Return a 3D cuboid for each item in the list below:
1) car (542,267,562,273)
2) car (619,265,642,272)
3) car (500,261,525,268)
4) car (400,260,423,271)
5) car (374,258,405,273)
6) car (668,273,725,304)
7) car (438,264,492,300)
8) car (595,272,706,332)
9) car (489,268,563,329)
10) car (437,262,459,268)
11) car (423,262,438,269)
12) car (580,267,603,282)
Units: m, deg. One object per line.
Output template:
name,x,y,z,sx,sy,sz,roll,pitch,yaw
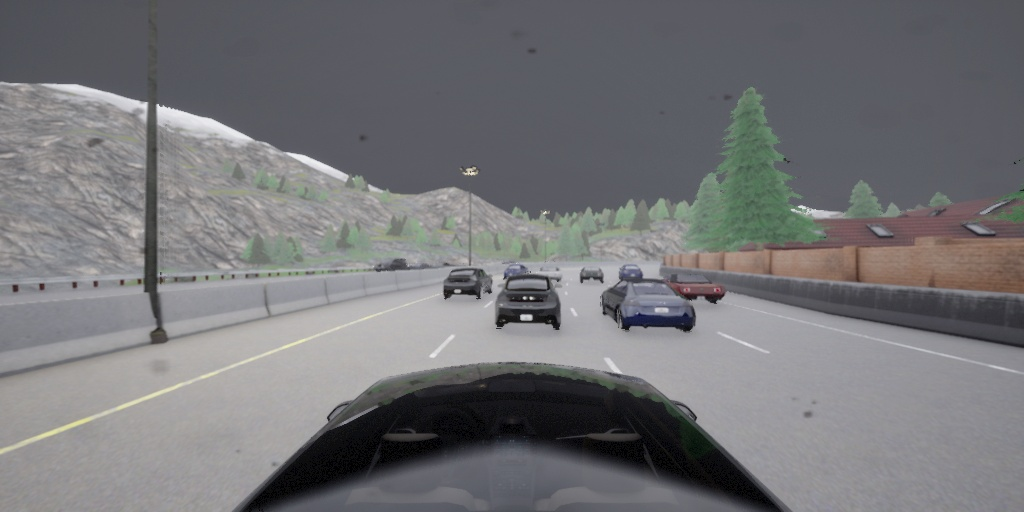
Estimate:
car,3.391,1.572,31.459,1.895,1.301,4.718,0,0,12
car,10.953,1.513,33.141,1.812,1.442,4.674,0,0,13
car,0.471,1.518,34.383,1.812,1.442,4.674,0,0,13
car,-13.235,1.661,51.520,2.033,1.411,5.357,0,0,17
car,-17.092,1.329,50.878,2.150,2.045,5.566,0,0,17
car,8.126,1.468,17.115,1.895,1.301,4.718,0,0,6
car,-2.205,1.382,18.920,1.837,1.490,4.892,0,0,7
car,4.048,1.387,11.302,1.994,1.385,4.181,0,0,5
car,0.562,1.331,11.631,1.837,1.490,4.892,0,0,4
car,-7.419,1.680,46.583,1.895,1.301,4.718,0,0,16
car,-9.963,1.610,50.166,1.837,1.490,4.892,0,-1,18
car,6.888,1.571,31.077,1.895,1.301,4.718,0,0,12
